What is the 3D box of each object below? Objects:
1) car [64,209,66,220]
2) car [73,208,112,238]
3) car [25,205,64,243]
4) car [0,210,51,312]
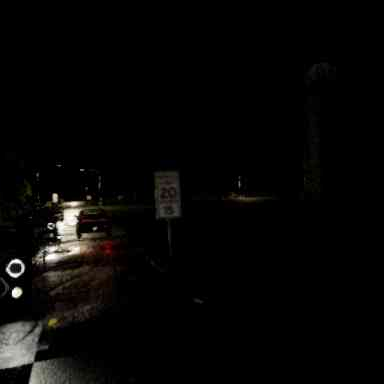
[{"bbox_3d":[-12.946,2.025,31.232,2.128,1.511,4.902,-2,0,-19],"label":"car"},{"bbox_3d":[-5.865,1.733,19.611,2.128,1.511,4.902,-2,0,-19],"label":"car"},{"bbox_3d":[-8.153,1.690,17.531,2.097,1.767,4.553,-2,0,-19],"label":"car"},{"bbox_3d":[-4.822,1.552,8.053,2.097,1.767,4.553,-2,0,-19],"label":"car"}]
